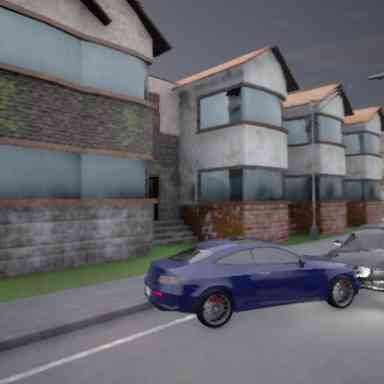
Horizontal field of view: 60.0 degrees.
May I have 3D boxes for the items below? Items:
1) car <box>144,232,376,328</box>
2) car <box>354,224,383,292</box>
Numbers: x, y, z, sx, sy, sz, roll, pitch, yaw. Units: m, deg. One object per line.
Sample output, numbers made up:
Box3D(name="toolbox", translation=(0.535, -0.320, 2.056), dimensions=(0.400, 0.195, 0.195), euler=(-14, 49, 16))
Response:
Box3D(name="car", translation=(1.339, 1.711, 7.135), dimensions=(4.674, 1.442, 1.812), euler=(0, -2, -20))
Box3D(name="car", translation=(5.371, 1.711, 9.291), dimensions=(4.892, 1.490, 1.837), euler=(1, -2, -44))
